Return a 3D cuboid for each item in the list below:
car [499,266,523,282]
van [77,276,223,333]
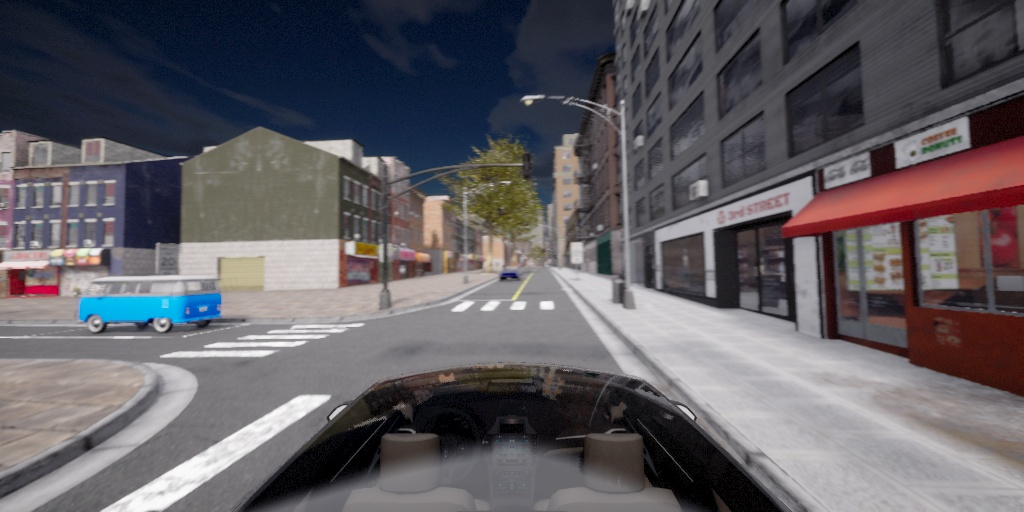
[{"bbox_3d":[-0.076,1.593,32.196,1.895,1.301,4.718,-1,-1,5],"label":"car"},{"bbox_3d":[-11.955,1.553,11.903,3.998,1.789,1.690,0,0,5],"label":"van"}]
